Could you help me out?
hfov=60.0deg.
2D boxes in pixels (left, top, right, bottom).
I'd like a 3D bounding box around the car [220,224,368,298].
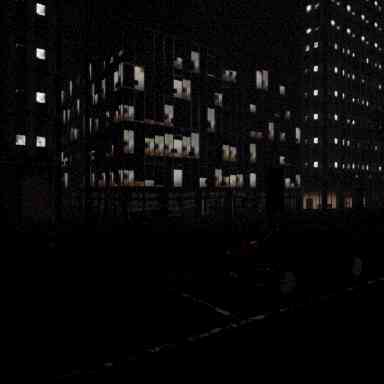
[{"bbox_3d":[2.728,1.545,8.507,4.507,1.381,1.887,0,0,-36],"label":"car"}]
